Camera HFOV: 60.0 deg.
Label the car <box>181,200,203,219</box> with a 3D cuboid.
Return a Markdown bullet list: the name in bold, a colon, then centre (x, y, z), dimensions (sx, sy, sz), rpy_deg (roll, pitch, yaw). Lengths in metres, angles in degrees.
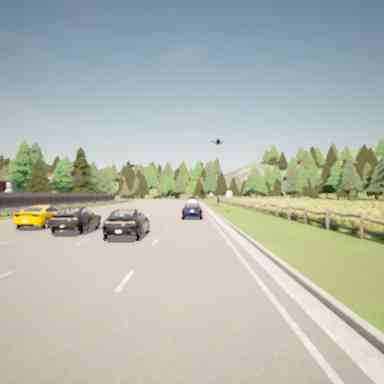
- **car**: centre (0.041, 1.768, 32.169), dimensions (2.163, 1.488, 4.792), rpy_deg (0, 0, 1)

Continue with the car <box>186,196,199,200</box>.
- **car**: centre (0.001, 1.718, 61.290), dimensions (2.150, 2.045, 5.566), rpy_deg (0, 0, 0)

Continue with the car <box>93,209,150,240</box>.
- **car**: centre (-3.400, 1.638, 17.797), dimensions (2.128, 1.511, 4.902), rpy_deg (0, 0, 0)

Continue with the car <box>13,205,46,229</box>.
- **car**: centre (-10.399, 1.668, 23.178), dimensions (1.882, 1.535, 5.008), rpy_deg (0, 0, 0)

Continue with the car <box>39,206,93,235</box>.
- **car**: centre (-6.900, 1.657, 20.109), dimensions (2.128, 1.511, 4.902), rpy_deg (0, 0, 0)
